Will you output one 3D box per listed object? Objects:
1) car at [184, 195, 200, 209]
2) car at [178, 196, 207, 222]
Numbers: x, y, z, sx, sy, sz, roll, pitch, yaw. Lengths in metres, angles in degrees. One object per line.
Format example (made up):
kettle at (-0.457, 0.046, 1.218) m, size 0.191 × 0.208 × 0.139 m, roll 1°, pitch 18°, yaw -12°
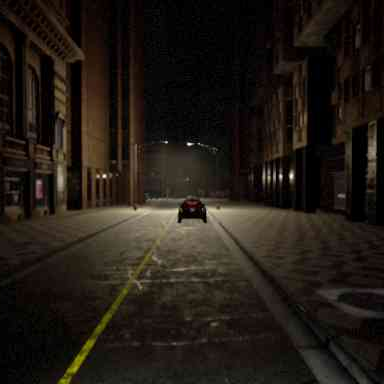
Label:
car at (-0.026, 1.302, 44.376) m, size 2.097 × 1.767 × 4.553 m, roll 0°, pitch 0°, yaw 0°
car at (0.026, 1.328, 25.958) m, size 2.097 × 1.767 × 4.553 m, roll 0°, pitch 0°, yaw 0°
